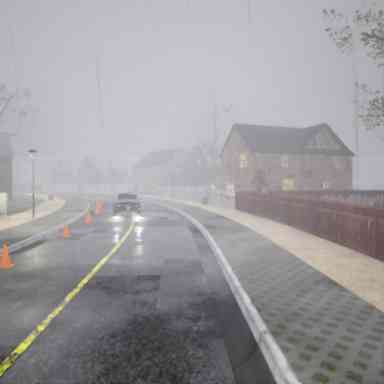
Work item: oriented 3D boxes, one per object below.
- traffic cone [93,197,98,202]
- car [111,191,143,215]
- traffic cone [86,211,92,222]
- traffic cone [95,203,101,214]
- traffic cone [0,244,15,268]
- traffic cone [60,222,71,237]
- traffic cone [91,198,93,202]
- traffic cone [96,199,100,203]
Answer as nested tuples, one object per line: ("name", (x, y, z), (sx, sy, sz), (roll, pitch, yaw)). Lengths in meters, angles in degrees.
("traffic cone", (-9.261, 0.913, 32.565), (0.340, 0.580, 0.340), (-1, 2, -20))
("car", (-4.675, 0.743, 23.973), (1.837, 1.490, 4.892), (0, 2, -13))
("traffic cone", (-5.760, 1.370, 18.505), (0.340, 0.580, 0.340), (0, 2, -8))
("traffic cone", (-6.622, 1.216, 23.264), (0.340, 0.580, 0.340), (0, 2, -12))
("traffic cone", (-4.946, 1.681, 8.816), (0.340, 0.580, 0.340), (0, 2, -2))
("traffic cone", (-5.206, 1.524, 13.701), (0.340, 0.580, 0.340), (0, 2, -5))
("traffic cone", (-11.028, 0.767, 37.068), (0.340, 0.580, 0.340), (-1, 2, -23))
("traffic cone", (-7.790, 1.063, 27.957), (0.340, 0.580, 0.340), (0, 2, -16))
